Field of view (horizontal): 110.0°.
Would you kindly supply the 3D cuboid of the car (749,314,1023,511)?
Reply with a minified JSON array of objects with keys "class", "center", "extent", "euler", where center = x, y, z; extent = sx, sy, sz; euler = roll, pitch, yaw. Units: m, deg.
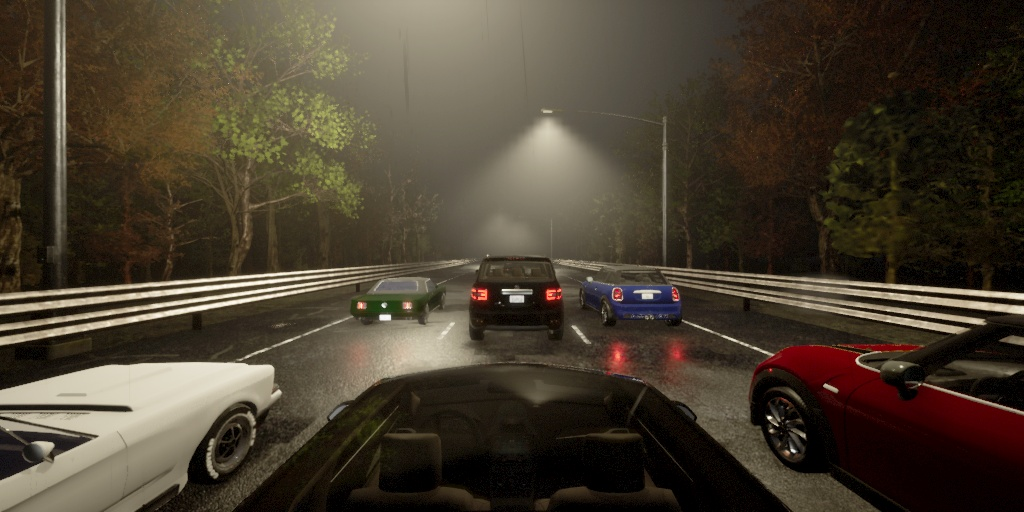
[{"class":"car","center":[3.595,1.102,1.979],"extent":[2.097,1.767,4.553],"euler":[0,0,0]}]

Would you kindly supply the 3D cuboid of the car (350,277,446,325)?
[{"class":"car","center":[-3.397,1.346,11.748],"extent":[1.895,1.301,4.718],"euler":[0,0,-1]}]

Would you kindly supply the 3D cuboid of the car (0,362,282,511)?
[{"class":"car","center":[-3.401,1.351,1.692],"extent":[1.895,1.301,4.718],"euler":[0,0,0]}]

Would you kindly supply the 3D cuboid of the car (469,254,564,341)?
[{"class":"car","center":[0.101,0.969,10.032],"extent":[2.150,2.045,5.566],"euler":[0,0,0]}]

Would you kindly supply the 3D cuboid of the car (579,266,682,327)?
[{"class":"car","center":[3.603,1.098,11.731],"extent":[2.097,1.767,4.553],"euler":[0,0,-1]}]
